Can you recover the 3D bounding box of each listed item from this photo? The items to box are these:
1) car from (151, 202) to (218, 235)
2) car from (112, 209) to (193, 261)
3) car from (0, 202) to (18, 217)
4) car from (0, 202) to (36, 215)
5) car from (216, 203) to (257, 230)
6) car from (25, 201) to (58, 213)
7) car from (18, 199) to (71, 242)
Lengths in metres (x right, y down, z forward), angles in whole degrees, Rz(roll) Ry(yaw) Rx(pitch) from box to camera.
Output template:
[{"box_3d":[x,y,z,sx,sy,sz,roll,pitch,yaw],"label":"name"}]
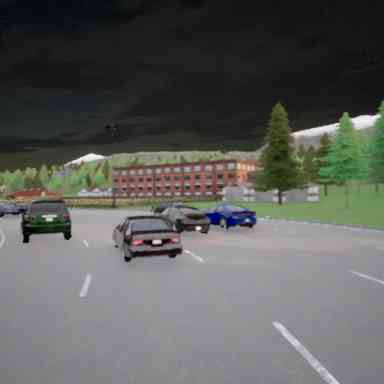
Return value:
[{"box_3d":[-0.672,1.538,18.598,1.837,1.490,4.892,1,0,-24],"label":"car"},{"box_3d":[-1.881,1.595,12.580,2.033,1.411,5.357,-1,0,-19],"label":"car"},{"box_3d":[-20.985,1.967,36.500,5.357,1.411,2.033,-1,0,29],"label":"car"},{"box_3d":[-22.003,1.990,41.290,5.357,1.411,2.033,-1,0,28],"label":"car"},{"box_3d":[2.049,1.462,20.969,1.882,1.535,5.008,0,0,-26],"label":"car"},{"box_3d":[-19.754,1.968,43.658,4.181,1.385,1.994,-1,0,32],"label":"car"},{"box_3d":[-7.894,1.385,17.792,2.150,2.045,5.566,0,0,-28],"label":"car"}]
